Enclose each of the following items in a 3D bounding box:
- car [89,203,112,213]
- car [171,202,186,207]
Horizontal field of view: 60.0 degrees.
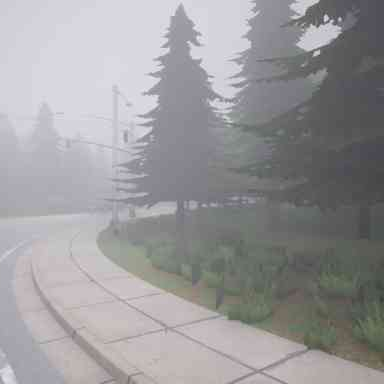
[{"bbox_3d":[-9.140,1.491,36.517,2.128,1.511,4.902,0,0,27],"label":"car"},{"bbox_3d":[-1.371,1.525,51.255,1.812,1.442,4.674,0,0,28],"label":"car"}]
